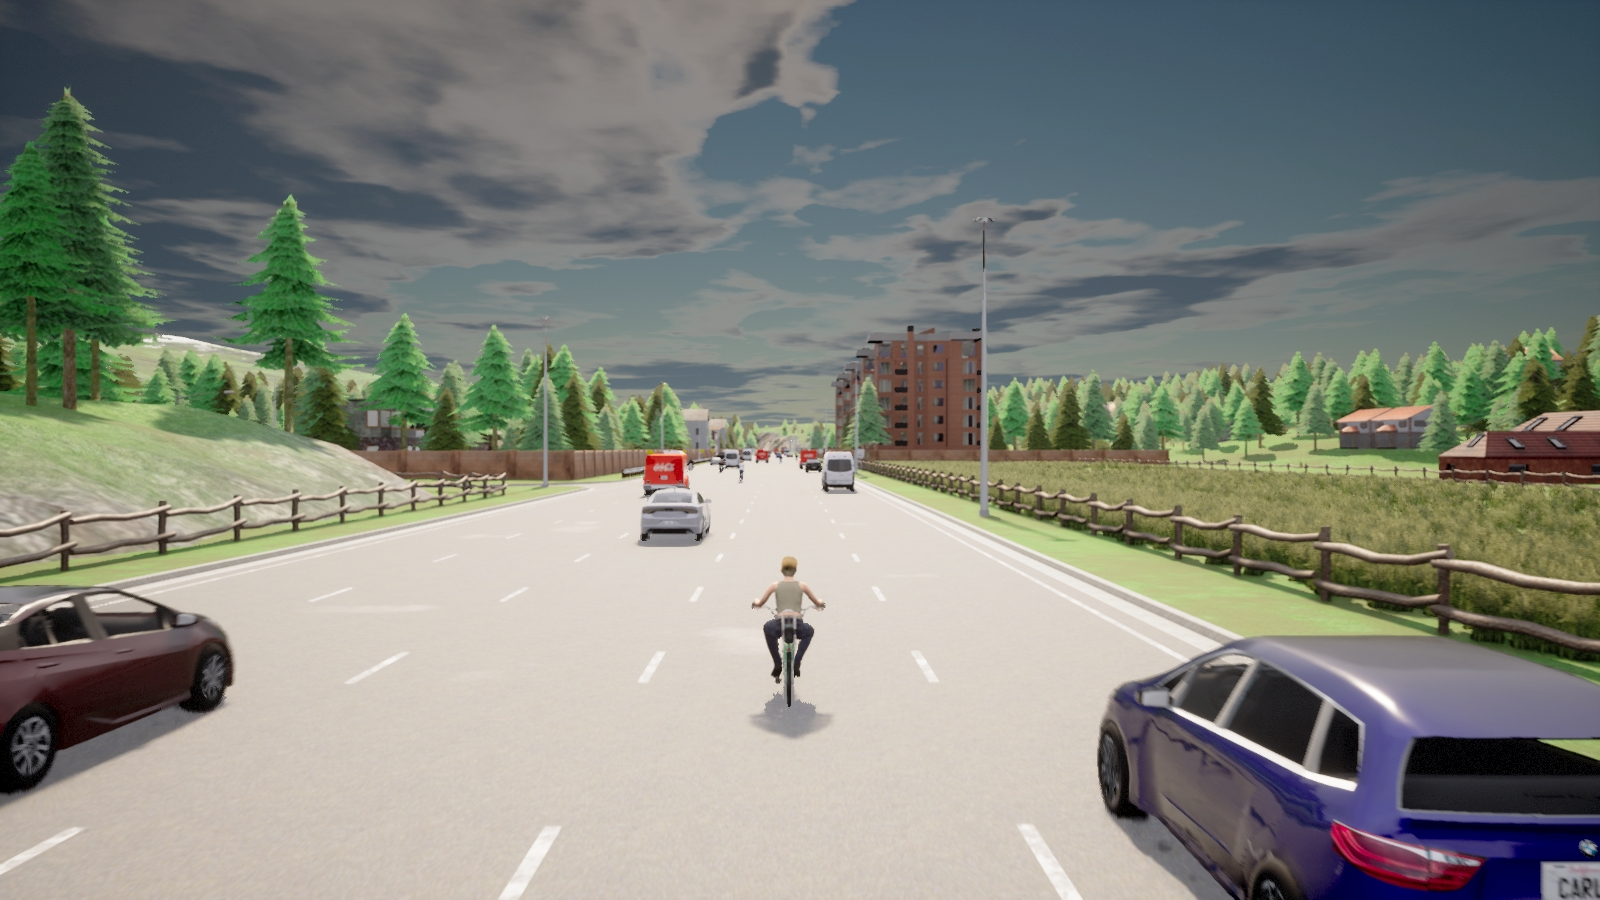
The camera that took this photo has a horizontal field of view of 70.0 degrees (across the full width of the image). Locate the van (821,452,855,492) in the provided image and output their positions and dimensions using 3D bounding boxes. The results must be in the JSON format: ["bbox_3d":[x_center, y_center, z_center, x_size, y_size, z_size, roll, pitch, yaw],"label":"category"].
[{"bbox_3d":[2.505,1.425,76.518,1.988,2.561,5.915,0,0,-1],"label":"van"}]

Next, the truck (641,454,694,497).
[{"bbox_3d":[-7.863,1.473,68.364,2.627,2.467,5.204,0,0,-1],"label":"truck"}]

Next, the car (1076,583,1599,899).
[{"bbox_3d":[3.449,1.956,7.220,2.242,1.667,4.611,0,0,-1],"label":"car"}]

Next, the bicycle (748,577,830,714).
[{"bbox_3d":[-0.124,2.138,12.779,0.859,1.276,1.487,0,0,-1],"label":"bicycle"}]

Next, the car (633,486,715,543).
[{"bbox_3d":[-3.894,1.981,36.226,2.097,1.535,5.006,0,0,-1],"label":"car"}]

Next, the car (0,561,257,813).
[{"bbox_3d":[-7.159,2.023,10.712,2.007,1.525,4.514,0,0,0],"label":"car"}]
